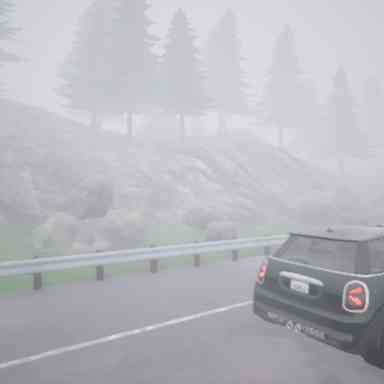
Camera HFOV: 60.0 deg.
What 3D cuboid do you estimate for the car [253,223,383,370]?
[{"bbox_3d":[3.288,1.375,5.946,4.553,1.767,2.097,0,0,-34],"label":"car"}]
